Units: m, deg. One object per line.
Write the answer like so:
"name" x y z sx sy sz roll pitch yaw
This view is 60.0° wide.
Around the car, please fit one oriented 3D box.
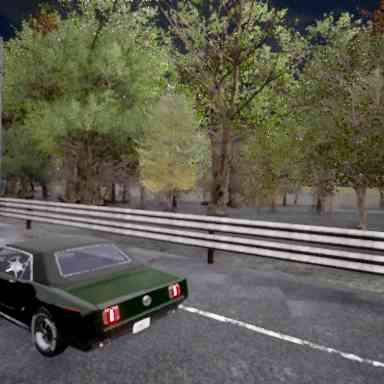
"car" -2.469 1.427 5.768 4.718 1.301 1.895 2 1 36
